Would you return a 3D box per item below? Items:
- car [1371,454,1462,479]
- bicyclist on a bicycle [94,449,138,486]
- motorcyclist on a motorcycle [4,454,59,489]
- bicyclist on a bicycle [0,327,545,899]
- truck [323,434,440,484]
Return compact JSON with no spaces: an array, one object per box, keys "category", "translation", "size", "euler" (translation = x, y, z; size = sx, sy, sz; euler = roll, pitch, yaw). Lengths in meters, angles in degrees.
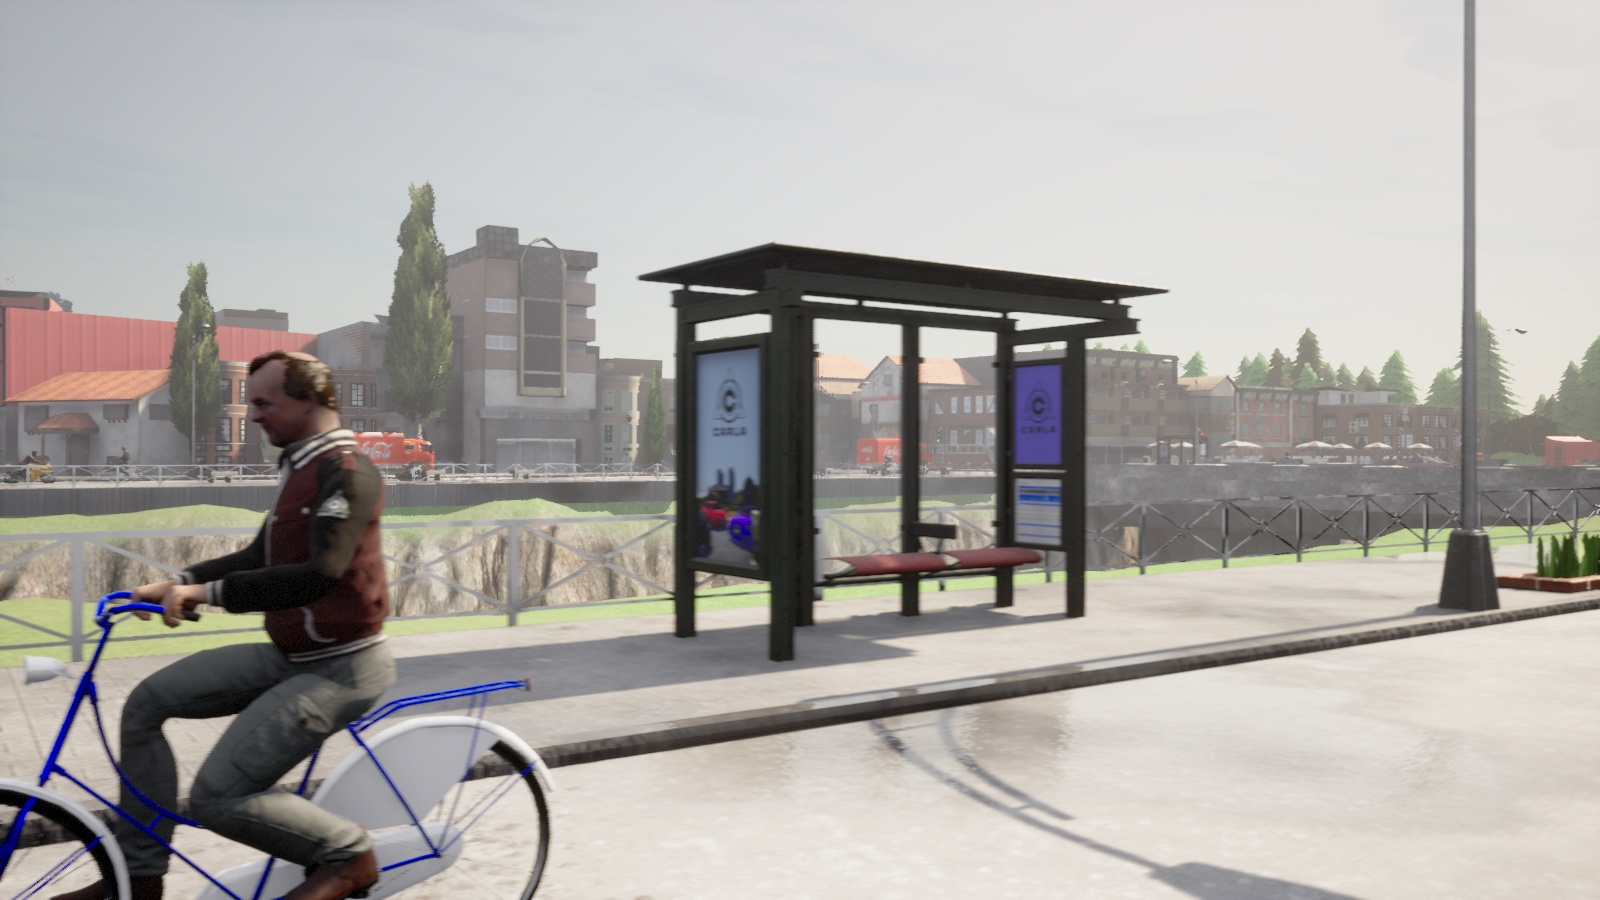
[{"category":"car","translation":[34.977,0.910,71.345],"size":[1.994,1.385,4.181],"euler":[0,0,-36]},{"category":"bicyclist on a bicycle","translation":[-33.302,0.836,61.146],"size":[1.843,1.776,0.659],"euler":[0,0,-35]},{"category":"motorcyclist on a motorcycle","translation":[-34.107,0.936,55.711],"size":[2.044,1.523,0.797],"euler":[0,0,-35]},{"category":"bicyclist on a bicycle","translation":[-1.634,0.626,3.132],"size":[1.843,1.776,0.659],"euler":[0,0,-35]},{"category":"truck","translation":[-21.479,0.462,64.508],"size":[5.204,2.467,2.627],"euler":[0,0,-35]}]
